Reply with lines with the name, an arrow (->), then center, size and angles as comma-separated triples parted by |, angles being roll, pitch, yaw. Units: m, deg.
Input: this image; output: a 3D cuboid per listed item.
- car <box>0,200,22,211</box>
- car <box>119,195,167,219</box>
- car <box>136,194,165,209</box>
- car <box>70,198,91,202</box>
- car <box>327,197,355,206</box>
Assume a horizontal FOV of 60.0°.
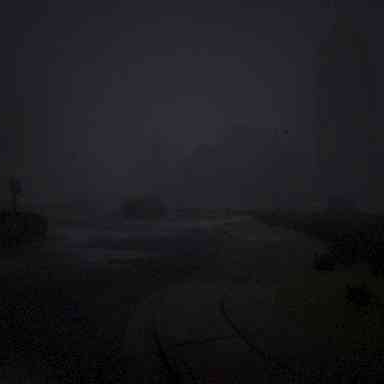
car -> -23.282, 1.715, 41.090 | 1.784, 1.438, 3.905 | -1, 0, 33
car -> -4.241, 1.311, 29.144 | 1.932, 1.855, 4.605 | -1, 0, 33
car -> -5.698, 1.306, 45.799 | 1.905, 1.878, 3.866 | -1, 0, 33
car -> -17.365, 1.618, 52.576 | 1.816, 1.474, 4.193 | -1, 0, 33
car -> 14.706, 1.265, 32.774 | 2.242, 1.667, 4.611 | -1, 0, 33
